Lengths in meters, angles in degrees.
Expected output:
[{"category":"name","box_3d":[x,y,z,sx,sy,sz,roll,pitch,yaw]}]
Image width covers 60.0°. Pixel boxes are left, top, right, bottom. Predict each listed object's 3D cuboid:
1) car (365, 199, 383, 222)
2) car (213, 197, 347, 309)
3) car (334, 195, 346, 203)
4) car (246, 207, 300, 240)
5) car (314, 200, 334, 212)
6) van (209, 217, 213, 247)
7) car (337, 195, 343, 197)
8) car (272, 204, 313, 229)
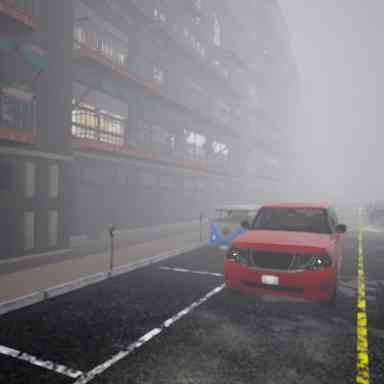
[{"category":"car","box_3d":[15.325,1.621,26.790,2.128,1.511,4.902,0,0,27]},{"category":"car","box_3d":[2.666,1.261,8.544,2.150,2.045,5.566,0,0,27]},{"category":"car","box_3d":[35.243,1.643,79.124,2.192,1.841,5.009,1,0,27]},{"category":"car","box_3d":[4.612,1.625,18.353,1.887,1.381,4.507,1,0,27]},{"category":"car","box_3d":[17.374,1.757,43.677,1.947,1.339,4.313,1,0,27]},{"category":"van","box_3d":[2.063,1.398,13.289,1.690,1.788,3.998,1,0,27]},{"category":"car","box_3d":[25.033,1.692,58.869,1.967,1.590,4.097,1,0,27]},{"category":"car","box_3d":[7.165,1.655,23.418,2.008,1.369,4.403,1,0,27]}]
